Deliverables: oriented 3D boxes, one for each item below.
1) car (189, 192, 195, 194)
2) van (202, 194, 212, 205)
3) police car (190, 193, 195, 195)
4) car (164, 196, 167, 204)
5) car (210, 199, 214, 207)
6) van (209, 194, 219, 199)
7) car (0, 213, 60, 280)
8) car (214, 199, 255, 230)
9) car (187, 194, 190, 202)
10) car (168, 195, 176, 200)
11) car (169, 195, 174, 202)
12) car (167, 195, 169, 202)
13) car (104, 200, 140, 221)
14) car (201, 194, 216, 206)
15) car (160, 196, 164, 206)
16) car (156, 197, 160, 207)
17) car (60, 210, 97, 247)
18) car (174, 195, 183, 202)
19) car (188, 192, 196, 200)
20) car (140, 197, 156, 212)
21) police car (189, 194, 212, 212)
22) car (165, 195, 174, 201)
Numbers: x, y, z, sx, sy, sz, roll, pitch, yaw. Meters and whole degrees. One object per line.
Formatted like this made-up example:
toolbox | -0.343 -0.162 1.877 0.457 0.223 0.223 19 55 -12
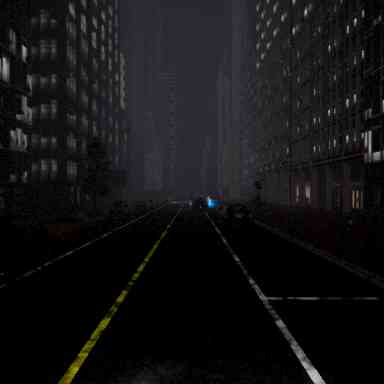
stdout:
car | 0.000 1.333 74.069 1.882 1.535 5.008 0 0 0
van | 2.681 1.331 60.762 1.690 1.788 3.998 -1 0 0
police car | 0.900 1.417 48.168 1.930 1.638 5.238 0 0 0
car | -5.698 1.541 55.078 2.008 1.369 4.403 -1 0 0
car | 2.683 1.520 26.830 1.752 1.417 4.829 -1 0 0
van | 2.681 1.333 43.711 1.690 1.788 3.998 -1 0 0
car | -5.699 1.437 9.609 1.967 1.590 4.097 -1 0 0
car | 2.682 1.436 20.977 1.967 1.590 4.097 -1 0 0
car | 0.636 1.473 54.157 1.882 1.535 5.008 -1 0 6
car | -5.697 1.565 94.863 1.802 1.307 4.206 -1 0 0
car | -5.698 1.538 72.129 2.008 1.369 4.403 -1 0 0
car | -5.697 1.571 60.762 1.802 1.307 4.206 -1 0 0
car | -5.699 1.435 26.660 1.967 1.590 4.097 -1 0 0
car | 2.681 1.305 55.078 2.192 1.841 5.009 -1 0 0
car | -5.697 1.536 49.395 1.887 1.381 4.507 -1 0 0
car | -5.697 1.558 43.711 1.947 1.339 4.313 -1 0 0
car | -5.698 1.522 15.123 1.752 1.417 4.829 -1 0 0
car | -3.000 1.415 76.725 1.882 1.535 5.008 0 0 0
car | 0.001 1.077 89.099 2.150 2.045 5.566 0 0 0
car | -5.698 1.544 38.027 2.008 1.369 4.403 -1 0 0
police car | 0.900 1.418 38.167 1.930 1.638 5.238 0 0 0
car | -5.697 1.536 83.496 2.008 1.369 4.403 -1 0 0
